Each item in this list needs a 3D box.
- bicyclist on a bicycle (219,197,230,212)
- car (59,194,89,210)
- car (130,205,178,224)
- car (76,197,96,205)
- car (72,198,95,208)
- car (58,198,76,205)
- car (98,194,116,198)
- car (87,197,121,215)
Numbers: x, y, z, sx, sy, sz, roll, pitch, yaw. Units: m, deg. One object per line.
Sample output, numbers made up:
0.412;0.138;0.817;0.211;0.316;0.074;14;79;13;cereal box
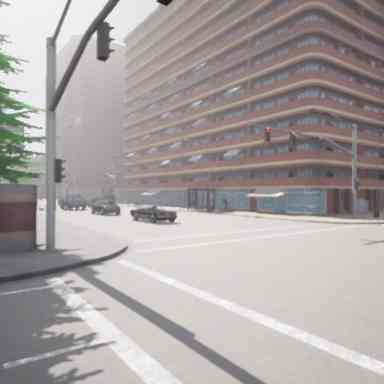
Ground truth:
3.669;1.422;37.458;1.656;1.620;0.582;0;0;-35;bicyclist on a bicycle
-15.871;1.307;44.453;2.150;2.045;5.566;0;0;-35;car
-3.060;1.689;26.190;1.895;1.301;4.718;0;0;-35;car
-20.019;1.652;62.684;2.033;1.411;5.357;0;0;-35;car
-17.317;1.643;52.834;2.033;1.411;5.357;0;0;-34;car
-22.900;1.695;60.697;1.895;1.301;4.718;0;0;-35;car
-14.215;1.327;54.501;2.150;2.045;5.566;0;0;-34;car
-8.989;1.592;34.632;1.837;1.490;4.892;0;0;-35;car
